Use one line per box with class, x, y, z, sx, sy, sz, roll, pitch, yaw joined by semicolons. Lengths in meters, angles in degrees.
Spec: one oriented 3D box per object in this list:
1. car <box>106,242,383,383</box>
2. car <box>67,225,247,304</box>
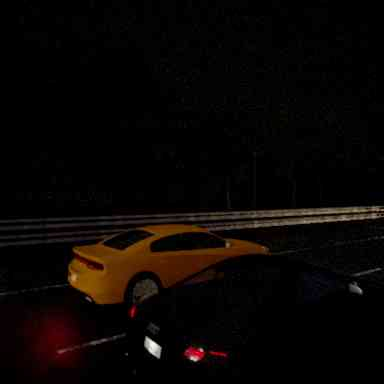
car;1.220;1.594;4.617;4.181;1.385;1.994;1;0;-36
car;-0.266;1.513;7.857;5.008;1.535;1.882;1;0;-36
